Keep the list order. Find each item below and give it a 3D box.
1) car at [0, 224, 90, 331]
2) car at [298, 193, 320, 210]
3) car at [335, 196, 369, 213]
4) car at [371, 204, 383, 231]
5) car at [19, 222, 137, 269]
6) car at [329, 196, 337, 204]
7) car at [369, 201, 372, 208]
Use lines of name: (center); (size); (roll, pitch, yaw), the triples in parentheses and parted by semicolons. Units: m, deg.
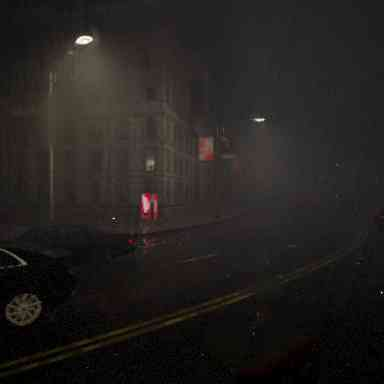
car: (-4.412, 1.552, 5.342); (4.892, 1.490, 1.837); (0, 0, -37)
car: (15.041, 1.189, 42.962); (2.150, 2.045, 5.566); (0, 0, 12)
car: (17.082, 1.468, 35.786); (1.812, 1.442, 4.674); (0, 0, 13)
car: (12.076, 1.513, 19.847); (1.994, 1.385, 4.181); (0, 0, 27)
car: (-4.282, 1.603, 9.699); (5.357, 1.411, 2.033); (0, 0, -40)
car: (26.022, 1.413, 59.890); (2.128, 1.511, 4.902); (0, 0, 12)
car: (23.089, 1.480, 45.580); (1.994, 1.385, 4.181); (0, 0, 12)
